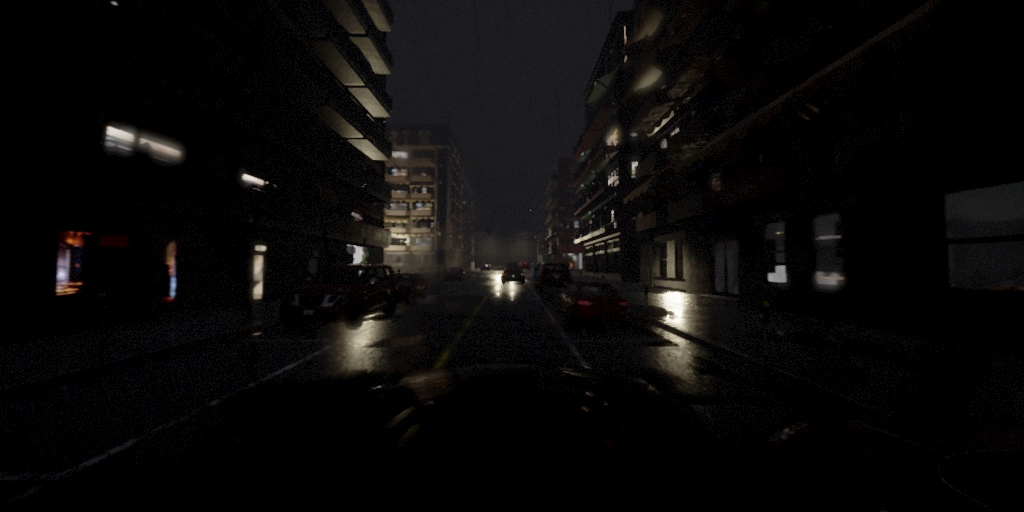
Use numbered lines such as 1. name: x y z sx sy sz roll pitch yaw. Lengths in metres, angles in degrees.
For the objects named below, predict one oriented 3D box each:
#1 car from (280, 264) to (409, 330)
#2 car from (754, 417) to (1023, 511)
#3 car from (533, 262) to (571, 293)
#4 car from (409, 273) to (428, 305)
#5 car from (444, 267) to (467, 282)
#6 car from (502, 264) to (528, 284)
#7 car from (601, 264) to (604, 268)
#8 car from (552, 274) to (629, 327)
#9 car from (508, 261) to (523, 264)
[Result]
1. car: -5.312 1.185 11.837 2.192 1.841 5.009 0 0 0
2. car: 2.534 1.179 0.718 1.967 1.591 4.097 0 0 0
3. car: 2.539 1.323 22.841 2.192 1.841 5.009 0 0 0
4. car: -5.310 1.484 17.367 1.888 1.381 4.507 0 0 0
5. car: -5.306 1.737 33.959 1.802 1.307 4.207 0 0 0
6. car: 0.108 1.693 32.120 1.994 1.385 4.181 0 -1 0
7. car: 13.758 1.826 51.786 4.403 1.370 2.007 0 0 0
8. car: 2.537 1.451 11.780 1.802 1.307 4.207 0 0 0
9. car: 0.102 1.674 48.695 2.097 1.767 4.553 -1 0 0
